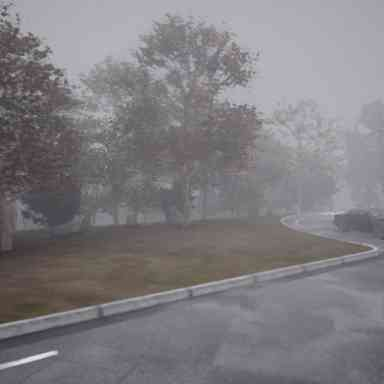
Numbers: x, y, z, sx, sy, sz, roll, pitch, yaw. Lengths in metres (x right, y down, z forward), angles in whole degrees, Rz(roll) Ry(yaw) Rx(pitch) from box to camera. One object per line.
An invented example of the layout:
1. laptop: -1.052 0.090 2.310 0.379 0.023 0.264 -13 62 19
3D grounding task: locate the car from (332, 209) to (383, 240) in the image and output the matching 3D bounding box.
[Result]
1. car: 9.515 1.590 17.561 2.033 1.411 5.357 0 0 -7
